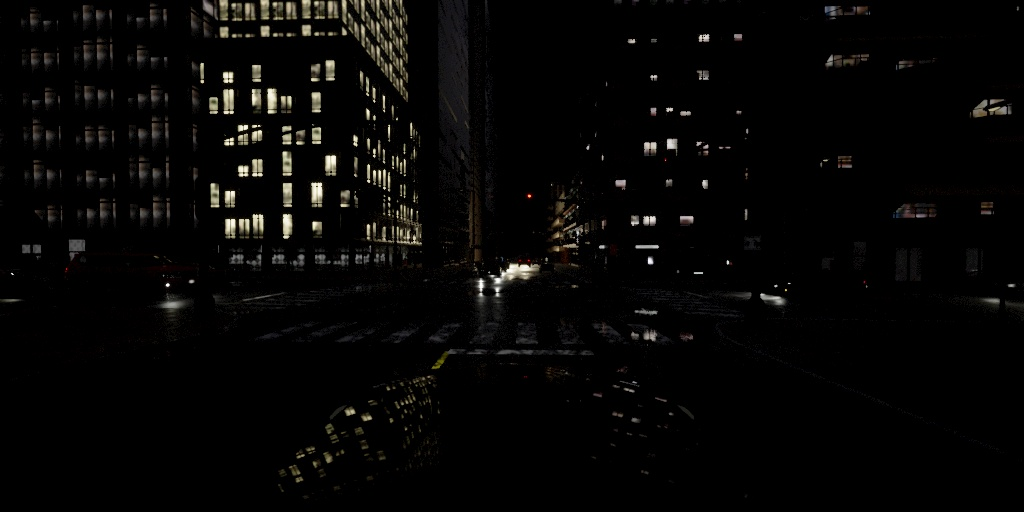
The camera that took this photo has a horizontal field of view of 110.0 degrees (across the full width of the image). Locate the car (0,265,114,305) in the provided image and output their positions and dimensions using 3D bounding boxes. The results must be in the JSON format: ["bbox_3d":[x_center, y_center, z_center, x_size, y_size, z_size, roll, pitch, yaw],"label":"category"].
[{"bbox_3d":[-19.869,1.205,14.893,4.403,1.370,2.007,0,0,3],"label":"car"}]

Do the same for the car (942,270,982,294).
[{"bbox_3d":[28.029,1.462,20.921,4.507,1.381,1.888,0,0,3],"label":"car"}]

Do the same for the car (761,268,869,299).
[{"bbox_3d":[15.982,1.425,18.905,4.181,1.385,1.994,0,1,3],"label":"car"}]

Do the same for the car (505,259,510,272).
[{"bbox_3d":[-1.635,1.303,44.650,1.994,1.385,4.181,0,0,2],"label":"car"}]

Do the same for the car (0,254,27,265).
[{"bbox_3d":[-27.860,0.893,17.830,4.553,1.767,2.097,0,1,3],"label":"car"}]

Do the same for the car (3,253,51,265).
[{"bbox_3d":[-32.893,0.713,23.886,5.009,1.841,2.192,0,0,3],"label":"car"}]

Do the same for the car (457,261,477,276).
[{"bbox_3d":[-4.505,1.266,36.856,1.751,1.417,4.829,0,0,2],"label":"car"}]

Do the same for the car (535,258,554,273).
[{"bbox_3d":[4.072,1.290,42.388,2.007,1.370,4.403,0,0,2],"label":"car"}]

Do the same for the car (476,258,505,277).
[{"bbox_3d":[-1.984,1.246,34.753,1.837,1.490,4.892,0,0,2],"label":"car"}]

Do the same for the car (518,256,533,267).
[{"bbox_3d":[2.208,0.958,63.500,2.150,2.045,5.566,0,0,2],"label":"car"}]

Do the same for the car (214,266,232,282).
[{"bbox_3d":[-20.960,1.030,23.269,4.829,1.417,1.751,0,0,3],"label":"car"}]

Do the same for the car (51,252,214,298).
[{"bbox_3d":[-18.152,0.847,17.355,5.566,2.045,2.150,1,1,3],"label":"car"}]

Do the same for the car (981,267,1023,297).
[{"bbox_3d":[28.393,1.186,18.303,5.566,2.045,2.150,1,1,2],"label":"car"}]
